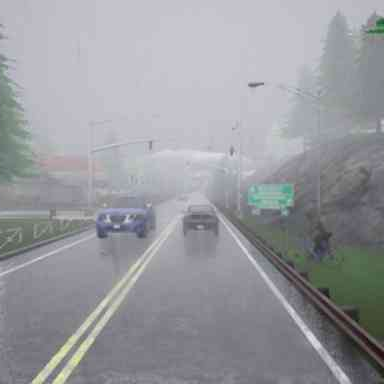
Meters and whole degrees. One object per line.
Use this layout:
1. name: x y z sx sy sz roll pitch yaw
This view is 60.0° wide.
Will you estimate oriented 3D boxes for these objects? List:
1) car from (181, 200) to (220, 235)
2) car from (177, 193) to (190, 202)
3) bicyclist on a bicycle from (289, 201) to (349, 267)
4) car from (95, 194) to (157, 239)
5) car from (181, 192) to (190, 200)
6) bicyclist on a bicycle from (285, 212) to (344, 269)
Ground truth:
1. car: 0.476 1.432 18.389 1.837 1.490 4.892 0 0 1
2. car: -2.013 1.191 68.075 1.837 1.490 4.892 0 1 1
3. bicyclist on a bicycle: 4.090 1.379 10.780 1.656 1.620 0.582 24 -46 -29
4. car: -3.162 1.145 17.114 2.150 2.045 5.566 0 0 2
5. car: -1.667 0.977 83.596 2.097 1.767 4.553 0 0 1
6. bicyclist on a bicycle: 3.623 1.442 9.839 1.656 1.620 0.582 2 -2 11
